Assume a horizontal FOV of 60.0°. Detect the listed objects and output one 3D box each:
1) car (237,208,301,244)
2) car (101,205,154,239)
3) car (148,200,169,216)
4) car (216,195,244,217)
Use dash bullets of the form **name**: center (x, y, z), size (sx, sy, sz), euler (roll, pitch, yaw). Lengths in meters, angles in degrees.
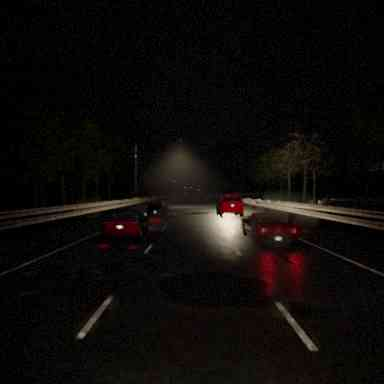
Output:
- **car**: center (3.597, 1.646, 16.037), size (1.895, 1.301, 4.718), euler (0, 0, 0)
- **car**: center (-3.405, 1.613, 17.661), size (1.994, 1.385, 4.181), euler (0, 0, 0)
- **car**: center (-3.409, 1.590, 33.108), size (1.837, 1.490, 4.892), euler (0, 0, 0)
- **car**: center (3.592, 1.304, 32.041), size (2.150, 2.045, 5.566), euler (0, 0, 0)
